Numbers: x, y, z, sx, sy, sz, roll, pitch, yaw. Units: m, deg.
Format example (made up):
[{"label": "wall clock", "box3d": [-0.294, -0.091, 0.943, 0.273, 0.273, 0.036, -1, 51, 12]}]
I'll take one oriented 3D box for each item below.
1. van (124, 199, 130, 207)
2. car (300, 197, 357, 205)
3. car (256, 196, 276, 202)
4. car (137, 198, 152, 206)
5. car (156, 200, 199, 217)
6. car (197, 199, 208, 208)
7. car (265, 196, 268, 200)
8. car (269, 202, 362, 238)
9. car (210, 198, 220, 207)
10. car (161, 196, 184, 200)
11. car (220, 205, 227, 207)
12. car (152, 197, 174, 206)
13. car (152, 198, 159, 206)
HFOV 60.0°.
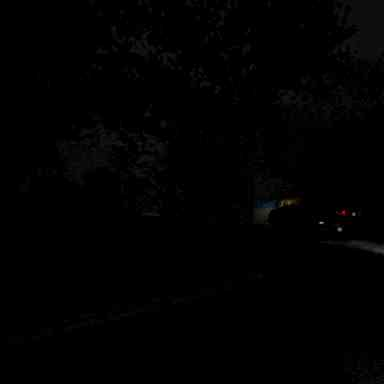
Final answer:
[{"label": "van", "box3d": [-12.730, 1.721, 62.381, 1.878, 1.987, 4.442, -1, 0, -36]}, {"label": "car", "box3d": [8.120, 1.384, 21.619, 2.150, 2.045, 5.566, 3, -2, -27]}, {"label": "car", "box3d": [19.028, 1.747, 85.436, 2.231, 1.521, 4.892, 0, 0, -36]}, {"label": "car", "box3d": [-10.380, 1.955, 63.919, 2.163, 1.488, 4.792, -1, 0, -36]}, {"label": "car", "box3d": [-1.864, 1.933, 36.435, 2.128, 1.511, 4.902, 4, -3, -35]}, {"label": "car", "box3d": [-0.252, 1.654, 55.193, 2.435, 2.045, 5.566, -1, 0, -36]}, {"label": "car", "box3d": [16.774, 1.503, 83.765, 2.435, 2.045, 5.566, 0, 0, -36]}, {"label": "car", "box3d": [5.958, 1.457, 17.512, 2.128, 1.511, 4.902, 3, -1, -20]}, {"label": "car", "box3d": [2.112, 1.925, 56.889, 2.002, 1.452, 4.674, 0, 0, -36]}, {"label": "car", "box3d": [-2.400, 1.674, 53.621, 2.435, 2.045, 5.566, -1, 0, -36]}, {"label": "car", "box3d": [4.258, 1.869, 58.461, 2.097, 1.535, 5.008, 0, 0, -36]}, {"label": "car", "box3d": [-5.877, 1.884, 67.254, 2.097, 1.535, 5.008, -1, 0, -36]}, {"label": "car", "box3d": [-8.025, 1.902, 65.447, 1.946, 1.575, 5.366, -1, 0, -36]}]
